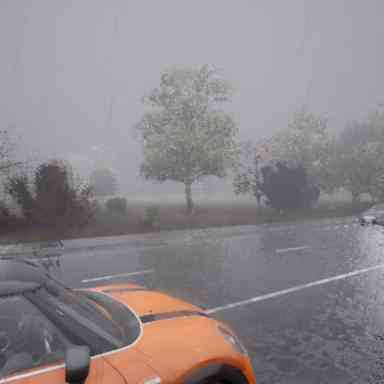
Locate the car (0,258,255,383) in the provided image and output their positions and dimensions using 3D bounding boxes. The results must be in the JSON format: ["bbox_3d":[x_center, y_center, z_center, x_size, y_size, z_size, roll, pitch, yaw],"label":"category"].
[{"bbox_3d":[-1.625,1.352,2.584,4.553,1.767,2.097,0,0,-35],"label":"car"}]

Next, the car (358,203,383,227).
[{"bbox_3d":[12.763,1.491,21.674,4.902,1.511,2.128,0,0,-35],"label":"car"}]
